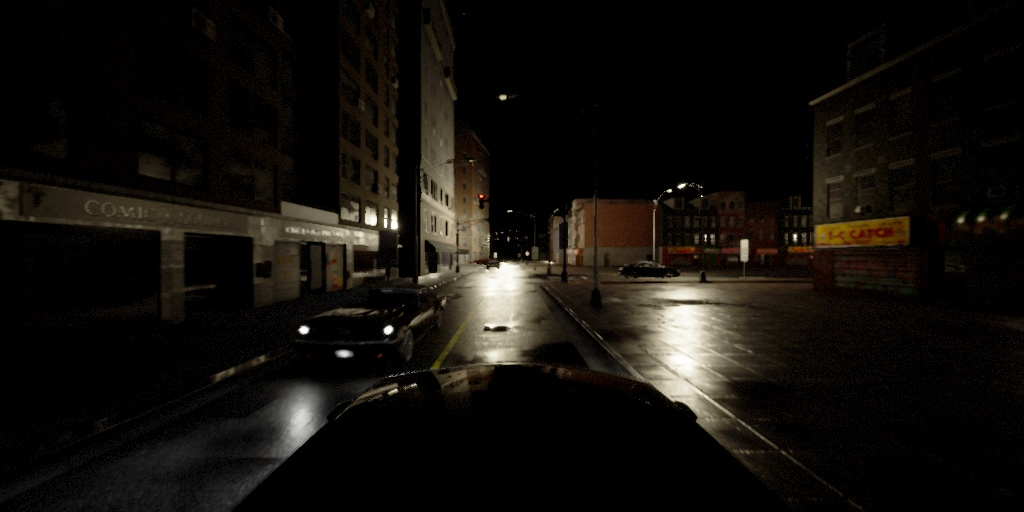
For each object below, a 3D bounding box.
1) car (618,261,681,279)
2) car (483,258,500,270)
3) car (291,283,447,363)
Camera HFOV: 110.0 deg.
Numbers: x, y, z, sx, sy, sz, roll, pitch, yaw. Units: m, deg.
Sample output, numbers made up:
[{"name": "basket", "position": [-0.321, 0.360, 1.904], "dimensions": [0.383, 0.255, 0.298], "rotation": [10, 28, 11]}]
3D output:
[{"name": "car", "position": [11.305, 1.181, 29.652], "dimensions": [4.902, 1.511, 2.128], "rotation": [0, 0, 1]}, {"name": "car", "position": [-2.816, 1.204, 53.849], "dimensions": [1.882, 1.535, 5.008], "rotation": [0, 0, 0]}, {"name": "car", "position": [-2.840, 1.346, 8.276], "dimensions": [1.895, 1.301, 4.718], "rotation": [0, 0, 0]}]
